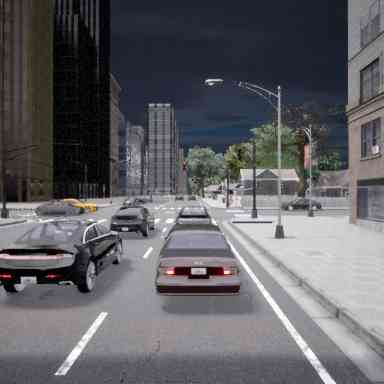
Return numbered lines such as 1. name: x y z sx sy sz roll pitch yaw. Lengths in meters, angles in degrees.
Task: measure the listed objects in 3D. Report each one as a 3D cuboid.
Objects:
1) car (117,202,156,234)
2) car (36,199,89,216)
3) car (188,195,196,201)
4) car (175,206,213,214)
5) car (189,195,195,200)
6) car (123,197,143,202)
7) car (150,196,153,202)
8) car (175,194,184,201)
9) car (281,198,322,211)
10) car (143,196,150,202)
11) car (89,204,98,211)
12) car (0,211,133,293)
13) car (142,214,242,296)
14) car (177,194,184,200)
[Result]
1. car: -3.145 1.504 18.116 1.837 1.490 4.892 0 0 0
2. car: -12.219 1.543 30.936 4.181 1.385 1.994 1 0 -1
3. car: 0.022 1.495 84.129 1.837 1.490 4.892 0 0 0
4. car: 0.103 1.491 17.839 2.128 1.511 4.902 0 0 0
5. car: 0.025 1.526 94.365 1.812 1.442 4.674 0 0 0
6. car: -9.812 1.487 53.797 2.128 1.511 4.902 0 0 1
7. car: -9.731 1.517 73.229 1.812 1.442 4.674 0 0 0
8. car: -3.228 1.342 83.923 2.097 1.767 4.553 0 0 0
9. car: 13.293 1.554 40.739 4.892 1.490 1.837 0 -1 0
10. car: -9.776 1.595 63.117 1.895 1.301 4.718 0 0 1
11. car: -12.189 1.468 34.188 5.008 1.535 1.882 0 0 -1
12. car: -3.149 1.492 8.856 2.128 1.511 4.902 0 0 0
13. car: 0.093 1.545 8.785 2.033 1.411 5.357 0 0 -1
14. car: -3.226 1.311 93.958 1.882 1.535 5.008 0 0 0
